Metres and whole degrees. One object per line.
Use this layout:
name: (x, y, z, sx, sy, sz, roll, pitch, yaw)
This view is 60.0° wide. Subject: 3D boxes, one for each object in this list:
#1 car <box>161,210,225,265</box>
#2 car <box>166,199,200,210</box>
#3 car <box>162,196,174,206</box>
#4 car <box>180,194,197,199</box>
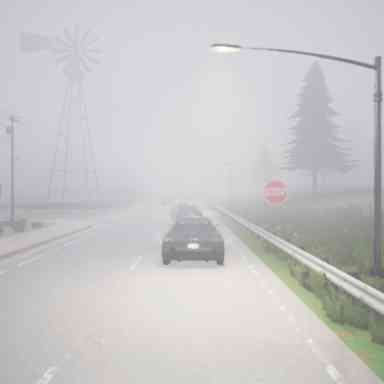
car: (0.053, 1.534, 11.642, 1.994, 1.385, 4.181, 0, 0, 1)
car: (-0.521, 1.502, 25.202, 1.994, 1.385, 4.181, 0, 0, -11)
car: (-3.574, 1.364, 51.433, 2.128, 1.511, 4.902, 0, 0, 0)
car: (-0.786, 1.167, 69.733, 2.128, 1.511, 4.902, 0, 0, -29)
